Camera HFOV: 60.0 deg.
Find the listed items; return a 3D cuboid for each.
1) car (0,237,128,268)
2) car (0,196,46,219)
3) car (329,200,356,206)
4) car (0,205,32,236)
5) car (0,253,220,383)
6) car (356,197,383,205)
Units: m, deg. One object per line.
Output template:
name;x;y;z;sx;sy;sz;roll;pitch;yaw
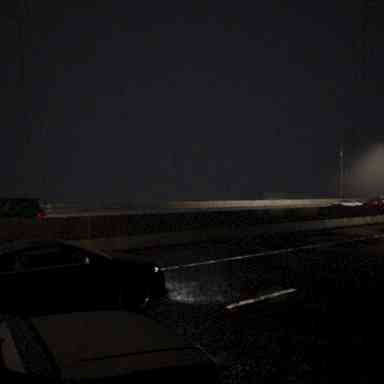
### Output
car;-2.585;1.567;6.201;4.181;1.385;1.994;0;0;-35
car;-9.361;1.223;14.511;5.566;2.045;2.150;0;0;-35
car;20.342;1.689;44.272;4.718;1.301;1.895;0;0;-35
car;-11.294;1.493;17.431;4.902;1.511;2.128;0;0;-35
car;-2.287;1.546;2.116;5.357;1.411;2.033;0;0;-35
car;23.292;1.442;42.074;4.553;1.767;2.097;0;0;-35
